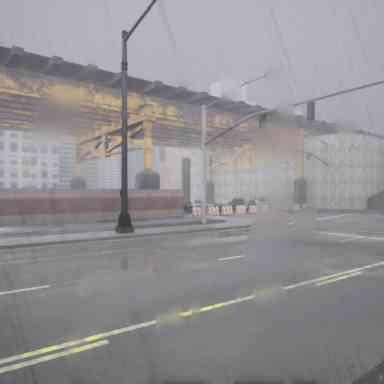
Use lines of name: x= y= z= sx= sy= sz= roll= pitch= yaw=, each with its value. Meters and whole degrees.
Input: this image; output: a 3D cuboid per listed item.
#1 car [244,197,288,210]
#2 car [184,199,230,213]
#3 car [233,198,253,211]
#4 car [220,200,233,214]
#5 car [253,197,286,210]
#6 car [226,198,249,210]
car: x=9.179 y=1.443 z=41.699 sx=4.974 sy=1.542 sz=2.038 roll=0 pitch=0 yaw=-7
car: x=1.471 y=1.289 z=35.263 sx=4.536 sy=1.218 sz=1.853 roll=0 pitch=0 yaw=8
car: x=5.268 y=1.445 z=37.940 sx=2.038 sy=1.542 sz=4.974 roll=0 pitch=0 yaw=18
car: x=1.523 y=1.446 z=35.256 sx=4.974 sy=1.542 sz=2.038 roll=0 pitch=0 yaw=8
car: x=9.128 y=1.286 z=41.693 sx=4.536 sy=1.218 sz=1.853 roll=0 pitch=0 yaw=-7
car: x=5.284 y=1.287 z=37.990 sx=1.853 sy=1.218 sz=4.536 roll=0 pitch=0 yaw=18
